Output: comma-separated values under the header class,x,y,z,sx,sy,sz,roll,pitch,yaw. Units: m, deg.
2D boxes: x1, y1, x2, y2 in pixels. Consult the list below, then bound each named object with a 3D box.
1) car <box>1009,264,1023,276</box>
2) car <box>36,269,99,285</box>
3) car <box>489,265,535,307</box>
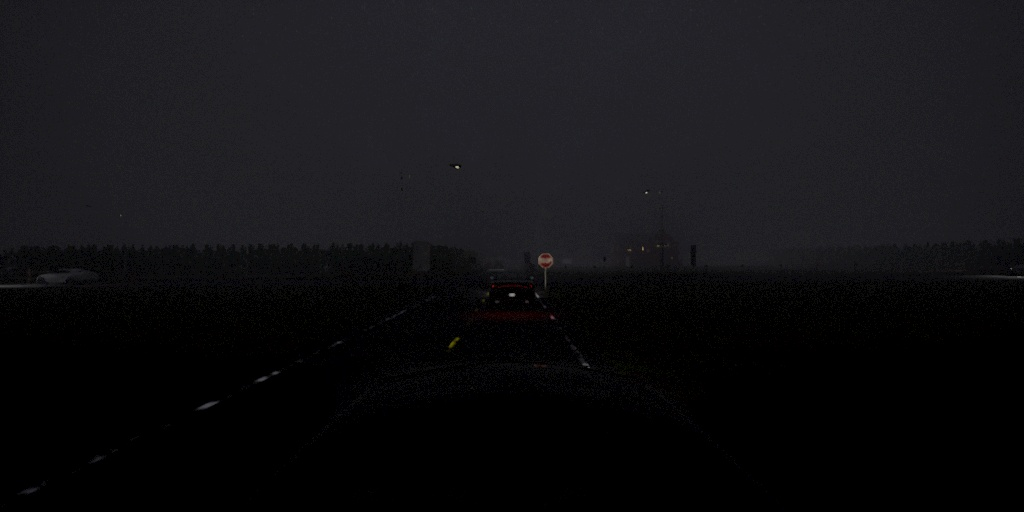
class,x,y,z,sx,sy,sz,roll,pitch,yaw
car,48.747,1.136,32.837,4.674,1.442,1.812,0,-1,1
car,-42.504,1.967,34.396,4.674,1.442,1.812,0,-1,1
car,0.001,1.366,16.355,1.882,1.535,5.008,0,0,0
